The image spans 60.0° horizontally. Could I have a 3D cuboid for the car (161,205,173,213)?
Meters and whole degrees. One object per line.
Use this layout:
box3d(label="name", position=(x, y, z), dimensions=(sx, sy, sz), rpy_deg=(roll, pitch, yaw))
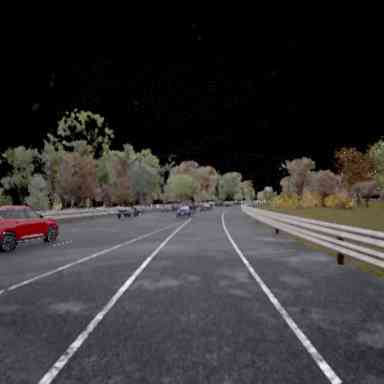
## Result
box3d(label="car", position=(-4.299, 3.138, 62.933), dimensions=(2.033, 1.411, 5.357), rpy_deg=(-2, -2, 12))

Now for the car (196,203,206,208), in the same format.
box3d(label="car", position=(2.480, 3.754, 93.301), dimensions=(1.812, 1.442, 4.674), rpy_deg=(-2, -2, 14))

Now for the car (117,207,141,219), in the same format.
box3d(label="car", position=(-8.084, 2.662, 42.914), dimensions=(1.837, 1.490, 4.892), rpy_deg=(-2, -2, 10))

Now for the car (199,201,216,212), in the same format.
box3d(label="car", position=(2.893, 2.943, 63.110), dimensions=(1.812, 1.442, 4.674), rpy_deg=(-2, -2, 12))

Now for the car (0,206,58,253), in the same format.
box3d(label="car", position=(-8.800, 1.695, 16.200), dimensions=(2.150, 2.045, 5.566), rpy_deg=(-2, -2, 8))

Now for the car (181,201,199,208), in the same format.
box3d(label="car", position=(-0.716, 2.727, 63.075), dimensions=(2.150, 2.045, 5.566), rpy_deg=(-2, -2, 12))

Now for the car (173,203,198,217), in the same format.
box3d(label="car", position=(-0.791, 2.528, 43.924), dimensions=(1.812, 1.442, 4.674), rpy_deg=(-2, -2, 10))
